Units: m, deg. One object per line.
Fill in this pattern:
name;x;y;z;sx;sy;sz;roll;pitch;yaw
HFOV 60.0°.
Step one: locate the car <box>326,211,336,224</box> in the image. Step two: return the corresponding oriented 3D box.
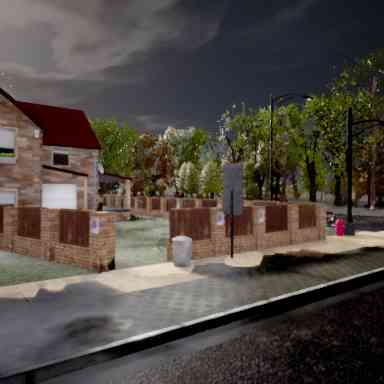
car;7.684;1.460;23.348;1.812;1.442;4.674;0;0;-36
